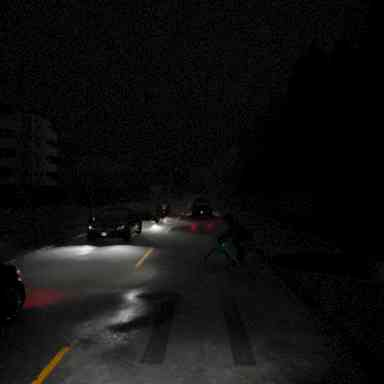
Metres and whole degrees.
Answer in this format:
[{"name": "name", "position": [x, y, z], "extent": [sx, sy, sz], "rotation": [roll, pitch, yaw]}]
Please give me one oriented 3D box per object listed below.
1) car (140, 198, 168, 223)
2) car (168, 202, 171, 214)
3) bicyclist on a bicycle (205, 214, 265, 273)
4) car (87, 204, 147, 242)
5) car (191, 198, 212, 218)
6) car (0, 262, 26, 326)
[{"name": "car", "position": [-3.331, 1.474, 25.869], "extent": [1.882, 1.535, 5.008], "rotation": [0, 0, 2]}, {"name": "car", "position": [-3.234, 1.348, 31.730], "extent": [2.097, 1.767, 4.553], "rotation": [0, 0, 2]}, {"name": "bicyclist on a bicycle", "position": [1.165, 1.425, 9.098], "extent": [1.656, 1.620, 0.582], "rotation": [-1, 0, 2]}, {"name": "car", "position": [-3.678, 1.523, 16.489], "extent": [1.812, 1.442, 4.674], "rotation": [0, 0, 2]}, {"name": "car", "position": [0.895, 1.521, 30.280], "extent": [1.812, 1.442, 4.674], "rotation": [0, 0, 2]}, {"name": "car", "position": [-4.025, 1.563, 4.302], "extent": [1.994, 1.385, 4.181], "rotation": [0, 0, 2]}]
